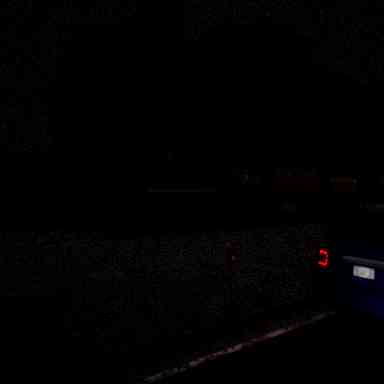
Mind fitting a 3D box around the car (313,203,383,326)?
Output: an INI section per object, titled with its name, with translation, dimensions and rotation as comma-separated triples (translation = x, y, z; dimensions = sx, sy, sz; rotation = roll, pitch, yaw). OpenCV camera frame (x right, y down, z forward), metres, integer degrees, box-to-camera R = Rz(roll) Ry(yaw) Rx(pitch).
[car]
translation = 4.596, 1.222, 6.228
dimensions = 5.566, 2.045, 2.150
rotation = 0, 0, -36
